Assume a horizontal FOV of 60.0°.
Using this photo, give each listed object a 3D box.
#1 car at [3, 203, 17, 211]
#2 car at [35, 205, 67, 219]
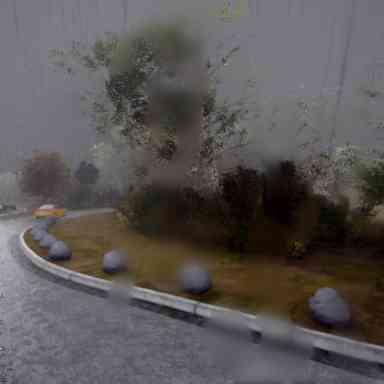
[{"bbox_3d":[-30.043,2.387,54.875,1.895,1.301,4.718,0,0,-30],"label":"car"},{"bbox_3d":[-15.483,2.150,36.839,1.882,1.535,5.008,0,0,1],"label":"car"}]
